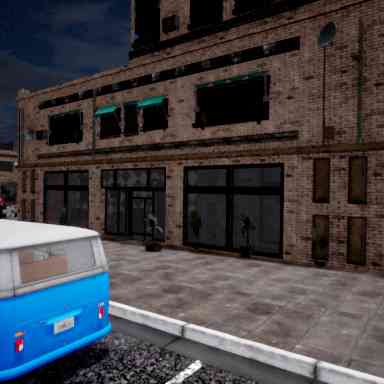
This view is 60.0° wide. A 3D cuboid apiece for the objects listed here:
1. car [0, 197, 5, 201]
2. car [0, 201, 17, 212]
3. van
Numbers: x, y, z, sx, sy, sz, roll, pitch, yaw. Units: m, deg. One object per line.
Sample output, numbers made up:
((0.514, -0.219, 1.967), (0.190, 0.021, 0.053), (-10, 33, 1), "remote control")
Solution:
((-22.898, 1.411, 36.248), (2.192, 1.841, 5.009), (0, 0, 36), "car")
((-16.147, 1.793, 31.289), (1.947, 1.339, 4.313), (0, 0, 36), "car")
((-3.021, 1.340, 5.016), (3.998, 1.788, 1.690), (0, 1, 36), "van")
